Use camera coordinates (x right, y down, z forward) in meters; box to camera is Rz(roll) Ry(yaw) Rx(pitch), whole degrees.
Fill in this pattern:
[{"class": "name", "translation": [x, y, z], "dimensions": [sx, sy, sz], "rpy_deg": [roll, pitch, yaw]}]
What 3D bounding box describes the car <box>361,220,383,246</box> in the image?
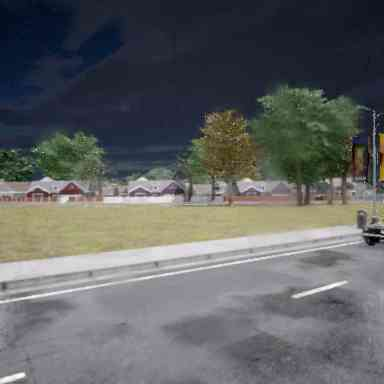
[{"class": "car", "translation": [9.183, 1.600, 14.100], "dimensions": [4.718, 1.301, 1.895], "rpy_deg": [0, 0, -35]}]
